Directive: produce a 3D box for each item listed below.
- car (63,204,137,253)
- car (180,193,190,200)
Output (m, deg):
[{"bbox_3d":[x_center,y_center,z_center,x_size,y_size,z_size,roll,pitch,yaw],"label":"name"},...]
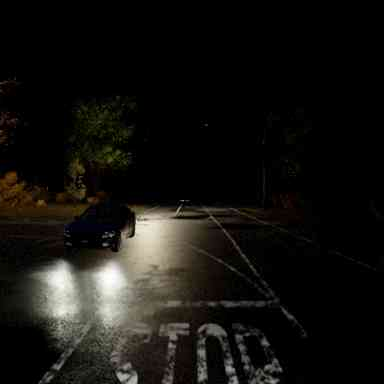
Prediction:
[{"bbox_3d":[-3.453,1.270,13.278,1.882,1.535,5.008,1,2,0],"label":"car"},{"bbox_3d":[-1.842,1.207,92.140,2.150,2.045,5.566,0,0,6],"label":"car"}]
